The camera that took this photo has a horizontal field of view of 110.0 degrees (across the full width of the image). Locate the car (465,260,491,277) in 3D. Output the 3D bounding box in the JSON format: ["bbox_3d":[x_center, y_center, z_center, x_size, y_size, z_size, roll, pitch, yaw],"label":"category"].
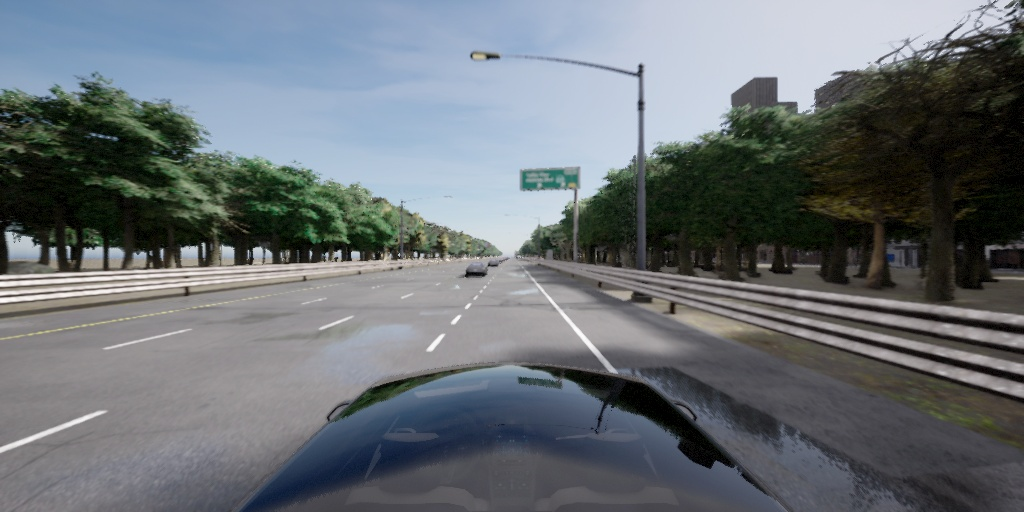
[{"bbox_3d":[-3.452,1.301,35.704,1.994,1.385,4.181,0,0,0],"label":"car"}]
